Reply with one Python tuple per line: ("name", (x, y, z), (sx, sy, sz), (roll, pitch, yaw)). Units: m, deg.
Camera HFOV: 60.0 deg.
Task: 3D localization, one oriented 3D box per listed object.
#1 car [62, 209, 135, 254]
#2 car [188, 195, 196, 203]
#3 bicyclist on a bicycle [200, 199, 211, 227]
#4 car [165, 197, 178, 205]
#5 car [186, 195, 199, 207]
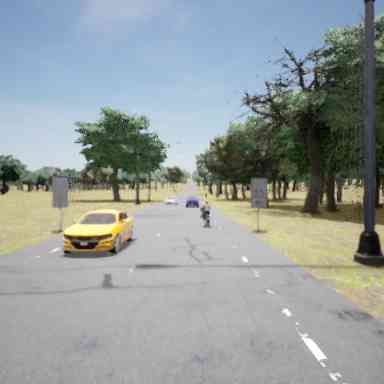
("car", (-3.599, 1.465, 13.575), (1.882, 1.535, 5.008), (0, 0, 0))
("car", (-0.004, 1.486, 73.301), (1.882, 1.535, 5.008), (0, 0, 0))
("bicyclist on a bicycle", (0.961, 1.439, 21.466), (0.582, 1.620, 1.656), (0, 0, 0))
("car", (-3.539, 1.519, 57.257), (1.812, 1.442, 4.674), (0, 0, 1))
("car", (0.063, 1.466, 50.844), (1.882, 1.535, 5.008), (0, 0, 0))
